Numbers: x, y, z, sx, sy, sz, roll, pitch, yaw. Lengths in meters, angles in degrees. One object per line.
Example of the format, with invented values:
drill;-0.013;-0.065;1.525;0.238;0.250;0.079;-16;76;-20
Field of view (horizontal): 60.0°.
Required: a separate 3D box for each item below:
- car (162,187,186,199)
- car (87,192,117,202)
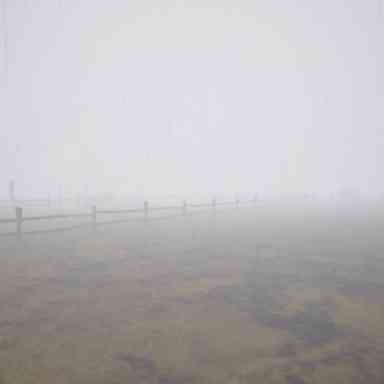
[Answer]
car;-3.385;0.161;62.742;2.150;2.045;5.566;1;1;36
car;-13.358;0.822;49.359;1.837;1.490;4.892;1;2;37
